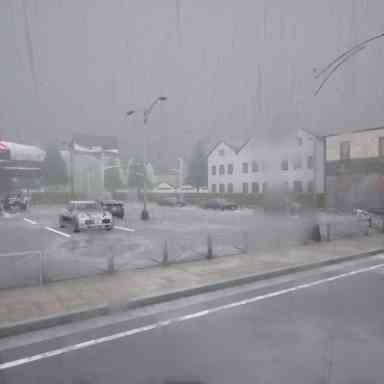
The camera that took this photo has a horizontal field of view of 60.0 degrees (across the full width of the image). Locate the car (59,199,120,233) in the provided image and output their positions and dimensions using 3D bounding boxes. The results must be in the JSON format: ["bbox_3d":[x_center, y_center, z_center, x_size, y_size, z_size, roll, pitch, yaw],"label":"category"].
[{"bbox_3d":[-5.654,1.248,17.647,1.970,1.475,3.806,0,0,-36],"label":"car"}]

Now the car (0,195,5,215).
[{"bbox_3d":[-18.256,1.113,29.604,1.932,1.855,4.605,0,0,-36],"label":"car"}]

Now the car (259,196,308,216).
[{"bbox_3d":[8.427,1.176,30.575,2.097,1.767,4.553,0,0,-35],"label":"car"}]

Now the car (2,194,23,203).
[{"bbox_3d":[-39.301,1.328,72.998,3.866,1.878,1.905,0,0,-36],"label":"car"}]

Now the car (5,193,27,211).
[{"bbox_3d":[-20.168,1.092,37.914,1.905,1.878,3.866,0,0,-36],"label":"car"}]

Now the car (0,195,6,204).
[{"bbox_3d":[-39.529,1.495,65.869,4.611,1.667,2.242,0,0,-36],"label":"car"}]

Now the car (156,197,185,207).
[{"bbox_3d":[-3.111,1.371,46.836,2.033,1.411,5.357,0,0,-35],"label":"car"}]

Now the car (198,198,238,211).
[{"bbox_3d":[2.892,1.371,38.341,2.033,1.411,5.357,0,0,-36],"label":"car"}]

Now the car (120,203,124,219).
[{"bbox_3d":[-6.783,1.313,25.511,2.007,1.523,4.514,0,0,-36],"label":"car"}]
